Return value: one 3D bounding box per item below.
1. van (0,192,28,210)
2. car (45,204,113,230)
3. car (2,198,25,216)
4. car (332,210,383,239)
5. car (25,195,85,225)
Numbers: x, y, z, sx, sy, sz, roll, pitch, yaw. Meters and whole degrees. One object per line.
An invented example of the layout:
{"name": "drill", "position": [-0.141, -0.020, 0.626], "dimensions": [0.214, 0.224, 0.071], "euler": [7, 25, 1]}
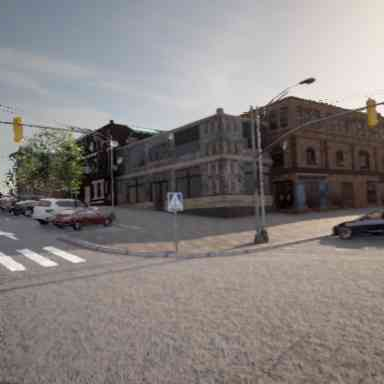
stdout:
{"name": "van", "position": [-17.770, 1.339, 35.703], "dimensions": [1.878, 1.987, 4.442], "euler": [2, 0, 30]}
{"name": "car", "position": [-7.894, 1.894, 24.339], "dimensions": [2.002, 1.452, 4.674], "euler": [1, 0, 29]}
{"name": "car", "position": [-15.764, 1.624, 33.508], "dimensions": [2.231, 1.521, 4.892], "euler": [1, 0, 30]}
{"name": "car", "position": [10.010, 1.688, 17.717], "dimensions": [4.792, 1.488, 2.163], "euler": [-6, -3, 34]}
{"name": "car", "position": [-9.847, 1.545, 26.653], "dimensions": [2.435, 2.045, 5.566], "euler": [1, 0, 30]}
